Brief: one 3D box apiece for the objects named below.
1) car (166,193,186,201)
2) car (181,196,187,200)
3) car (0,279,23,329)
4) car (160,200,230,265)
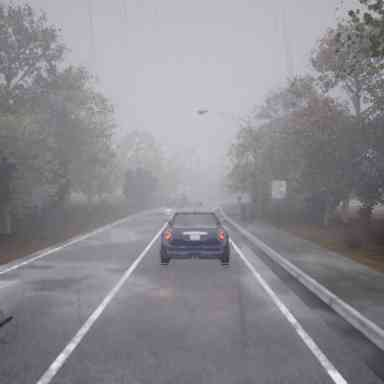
[{"bbox_3d":[-2.043,1.113,45.943,2.150,2.045,5.566,1,0,8],"label":"car"},{"bbox_3d":[0.257,1.458,30.386,2.033,1.411,5.357,0,1,2],"label":"car"},{"bbox_3d":[-3.594,1.595,3.023,1.895,1.301,4.718,0,0,0],"label":"car"},{"bbox_3d":[0.096,1.328,11.773,2.097,1.767,4.553,0,0,0],"label":"car"}]
